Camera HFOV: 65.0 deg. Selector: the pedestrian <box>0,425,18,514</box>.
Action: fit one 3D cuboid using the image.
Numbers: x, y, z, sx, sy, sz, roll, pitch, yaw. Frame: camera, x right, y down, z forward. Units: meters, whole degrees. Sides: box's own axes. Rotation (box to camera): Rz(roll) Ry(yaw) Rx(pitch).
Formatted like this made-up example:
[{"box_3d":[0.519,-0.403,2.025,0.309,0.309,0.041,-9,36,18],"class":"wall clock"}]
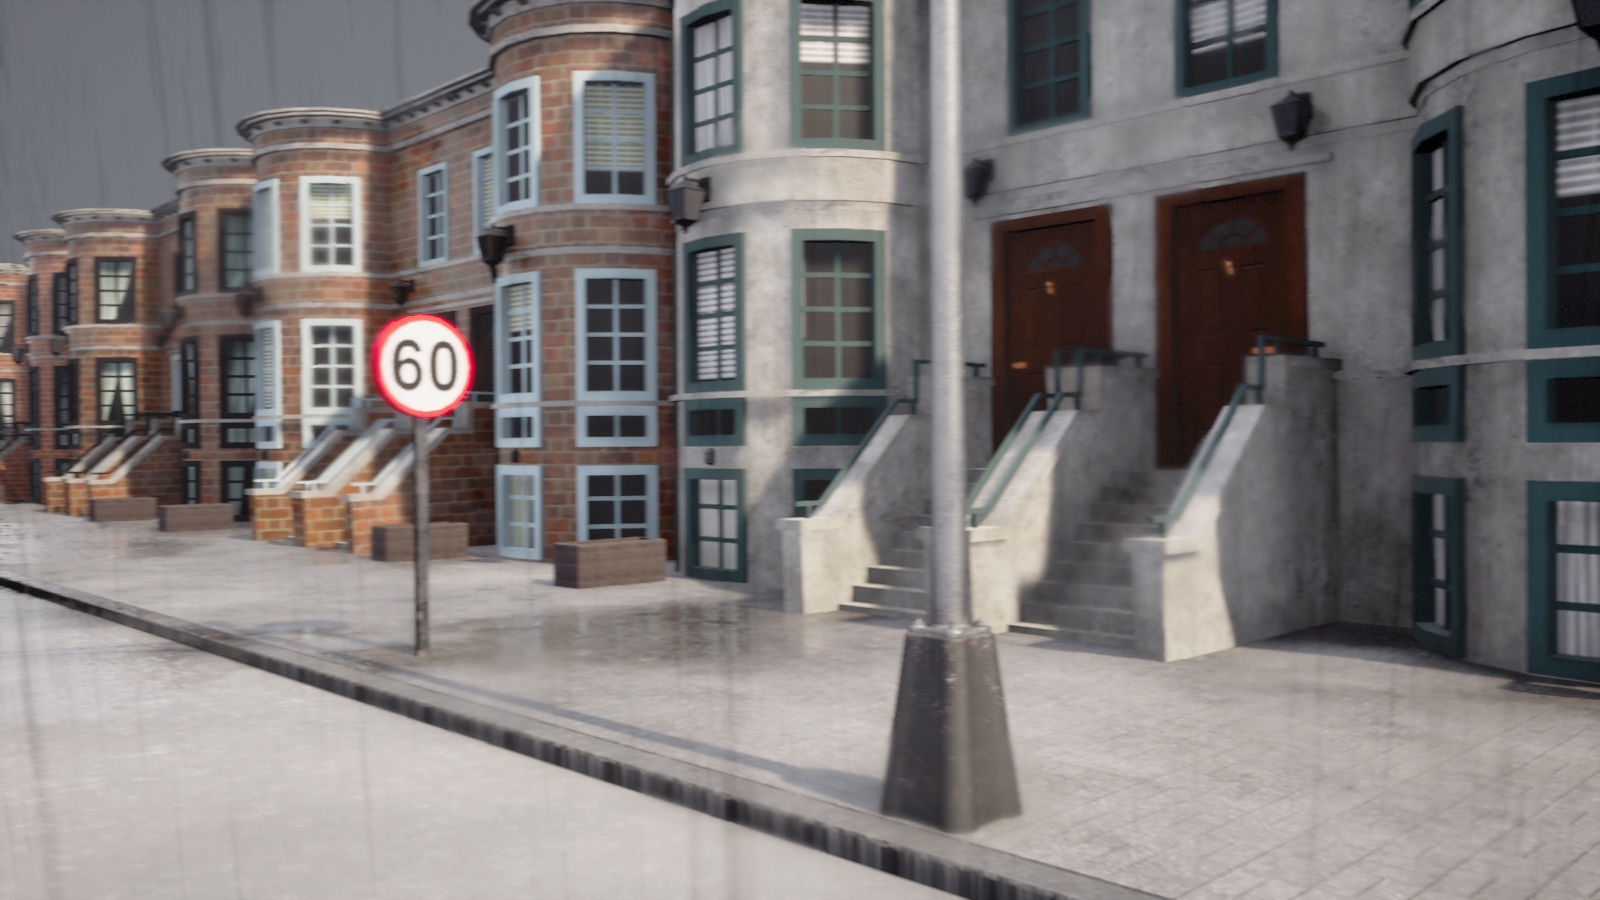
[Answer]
[{"box_3d":[-16.721,0.394,26.355,0.634,1.846,0.331,0,0,41],"class":"pedestrian"}]
